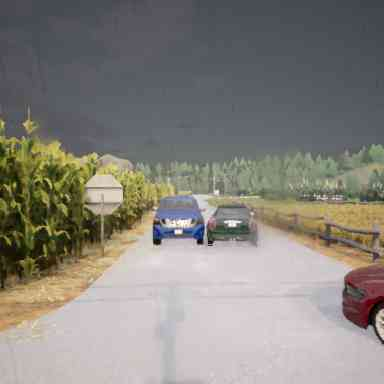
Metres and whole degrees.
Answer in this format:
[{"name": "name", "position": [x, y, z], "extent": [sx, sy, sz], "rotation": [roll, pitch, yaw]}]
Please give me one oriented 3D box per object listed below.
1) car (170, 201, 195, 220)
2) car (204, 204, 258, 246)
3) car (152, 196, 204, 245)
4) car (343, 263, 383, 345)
[{"name": "car", "position": [-0.797, 1.548, 29.264], "extent": [2.033, 1.411, 5.357], "rotation": [0, 0, -1]}, {"name": "car", "position": [1.841, 1.351, 15.429], "extent": [2.097, 1.767, 4.553], "rotation": [0, 0, 6]}, {"name": "car", "position": [-0.609, 1.222, 15.906], "extent": [2.150, 2.045, 5.566], "rotation": [0, 0, -1]}, {"name": "car", "position": [4.685, 1.478, 4.336], "extent": [5.008, 1.535, 1.882], "rotation": [0, 0, 38]}]
